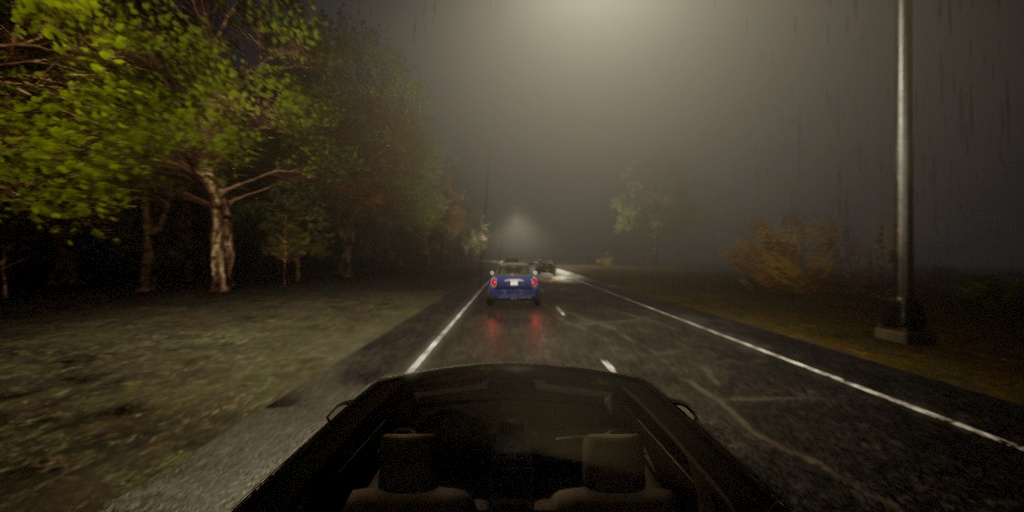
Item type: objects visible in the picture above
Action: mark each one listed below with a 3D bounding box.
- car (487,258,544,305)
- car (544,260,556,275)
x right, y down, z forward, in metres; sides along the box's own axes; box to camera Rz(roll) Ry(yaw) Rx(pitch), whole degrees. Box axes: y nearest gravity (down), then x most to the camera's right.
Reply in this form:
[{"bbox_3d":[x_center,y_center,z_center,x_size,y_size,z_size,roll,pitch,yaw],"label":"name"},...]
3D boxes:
[{"bbox_3d":[0.080,1.071,15.860,2.097,1.767,4.553,0,0,0],"label":"car"},{"bbox_3d":[3.455,1.154,37.209,2.128,1.511,4.902,0,0,0],"label":"car"}]
